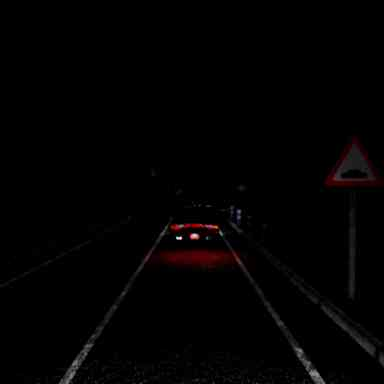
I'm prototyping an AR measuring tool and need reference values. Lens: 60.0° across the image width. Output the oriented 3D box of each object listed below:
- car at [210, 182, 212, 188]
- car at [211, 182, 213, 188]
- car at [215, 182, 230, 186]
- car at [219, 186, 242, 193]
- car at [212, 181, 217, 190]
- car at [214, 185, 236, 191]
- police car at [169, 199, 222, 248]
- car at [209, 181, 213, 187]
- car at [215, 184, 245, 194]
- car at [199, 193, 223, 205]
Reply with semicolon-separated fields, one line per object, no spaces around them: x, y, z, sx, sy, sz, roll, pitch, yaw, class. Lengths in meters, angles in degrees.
7.976;-1.282;87.106;4.892;1.521;2.231;0;2;-1;car
8.008;-1.162;84.352;4.892;1.521;2.231;0;3;-1;car
8.100;-0.770;73.335;4.553;1.767;2.185;0;3;-1;car
8.167;-0.466;70.591;4.674;1.452;2.002;0;3;-1;car
8.128;-1.030;76.081;5.566;2.045;2.435;0;3;-1;car
8.030;-1.039;81.598;5.008;1.535;2.097;0;3;-1;car
0.099;1.373;14.551;2.038;1.542;4.974;0;2;0;police car
7.911;-1.513;92.612;5.008;1.535;2.097;0;2;-1;car
8.010;-0.367;67.833;5.366;1.575;1.946;0;3;-1;car
1.461;1.177;31.021;2.033;1.411;5.357;0;1;16;car
